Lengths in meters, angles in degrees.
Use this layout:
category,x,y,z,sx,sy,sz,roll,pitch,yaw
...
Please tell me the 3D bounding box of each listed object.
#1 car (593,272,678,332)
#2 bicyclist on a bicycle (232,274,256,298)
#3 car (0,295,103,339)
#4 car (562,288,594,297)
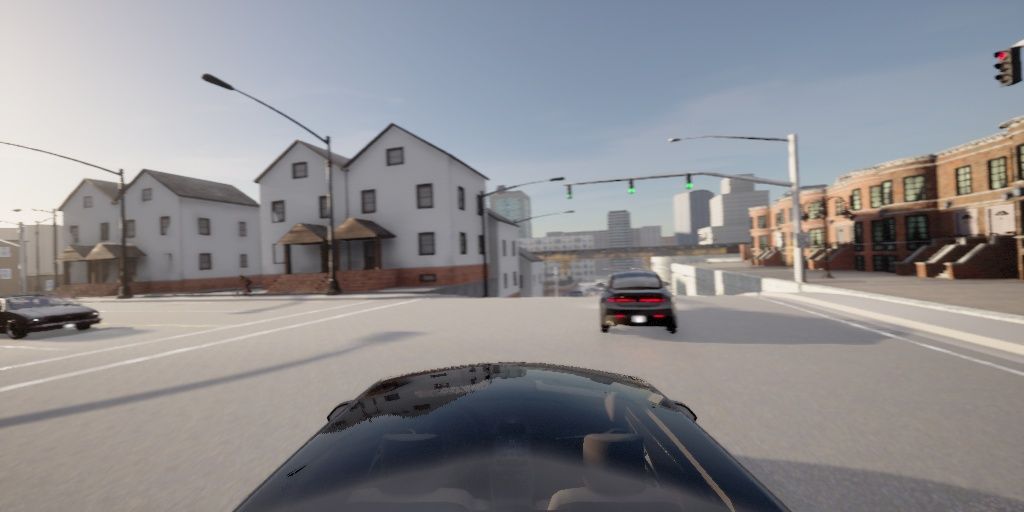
category,x,y,z,sx,sy,sz,roll,pitch,yaw
car,3.570,1.192,10.531,1.837,1.490,4.892,-3,-1,16
bicyclist on a bicycle,-18.639,2.061,24.939,0.582,1.620,1.656,-3,0,16
car,-18.039,2.165,13.307,5.357,1.411,2.033,-3,-1,16
car,5.224,3.531,29.115,1.994,1.385,4.181,-3,-14,16
